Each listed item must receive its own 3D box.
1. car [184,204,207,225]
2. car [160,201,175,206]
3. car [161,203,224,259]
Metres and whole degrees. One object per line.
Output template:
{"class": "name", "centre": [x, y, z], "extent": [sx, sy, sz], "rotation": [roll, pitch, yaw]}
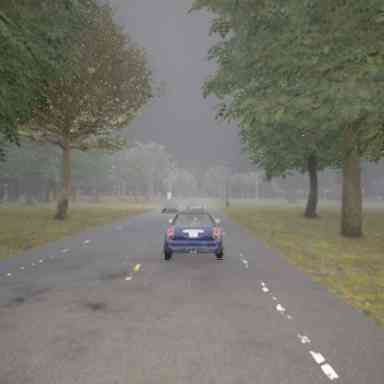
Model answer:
{"class": "car", "centre": [0.332, 1.828, 28.478], "extent": [1.837, 1.490, 4.892], "rotation": [0, 0, 2]}
{"class": "car", "centre": [-2.886, 1.996, 42.715], "extent": [1.837, 1.490, 4.892], "rotation": [0, 0, 2]}
{"class": "car", "centre": [0.088, 1.500, 13.431], "extent": [2.097, 1.767, 4.553], "rotation": [0, -1, 1]}
